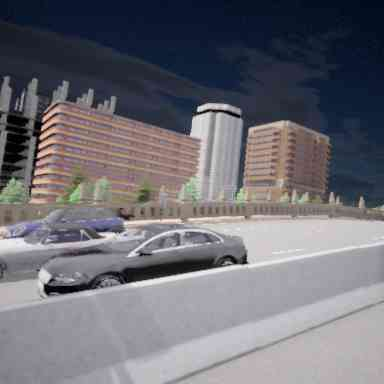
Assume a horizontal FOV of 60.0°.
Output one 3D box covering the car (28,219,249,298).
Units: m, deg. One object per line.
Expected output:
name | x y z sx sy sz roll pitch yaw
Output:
car | -0.847 1.518 7.688 4.902 1.511 2.128 0 0 -36

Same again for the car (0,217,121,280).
car | -4.134 1.616 9.642 4.718 1.301 1.895 1 0 -36

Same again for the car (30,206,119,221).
car | -4.962 1.377 13.351 4.553 1.767 2.097 0 0 -36
